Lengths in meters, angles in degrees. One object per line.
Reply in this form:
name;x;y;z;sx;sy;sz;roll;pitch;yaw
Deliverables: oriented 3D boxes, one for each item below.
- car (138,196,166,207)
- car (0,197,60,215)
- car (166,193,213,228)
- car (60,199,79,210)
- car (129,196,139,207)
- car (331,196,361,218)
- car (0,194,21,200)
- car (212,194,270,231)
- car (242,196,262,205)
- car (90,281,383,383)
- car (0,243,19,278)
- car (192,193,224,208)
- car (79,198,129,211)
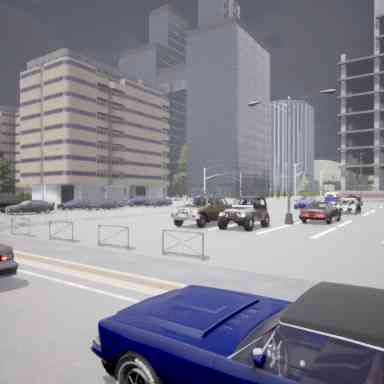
car;-5.109;1.546;50.118;2.033;1.411;5.357;0;0;34
car;-16.232;1.524;33.530;1.812;1.442;4.674;0;0;34
car;0.727;1.153;20.885;1.932;1.855;4.605;0;0;34
car;-14.469;1.546;42.477;2.033;1.411;5.357;0;0;34
car;-8.792;1.350;50.873;2.097;1.767;4.553;0;0;35
car;15.119;1.395;32.174;1.970;1.475;3.806;0;0;34
car;-20.179;1.221;33.968;2.150;2.045;5.566;0;0;34
car;3.094;1.156;19.219;1.905;1.878;3.866;0;0;34
car;11.213;1.502;61.547;1.837;1.490;4.892;0;0;34
car;1.205;1.601;3.130;4.718;1.301;1.895;0;0;35
car;-6.640;1.547;8.646;5.357;1.411;2.033;0;0;35
car;2.424;1.213;48.450;2.150;2.045;5.566;0;-1;34
car;-10.901;1.546;41.502;2.033;1.411;5.357;0;0;34
